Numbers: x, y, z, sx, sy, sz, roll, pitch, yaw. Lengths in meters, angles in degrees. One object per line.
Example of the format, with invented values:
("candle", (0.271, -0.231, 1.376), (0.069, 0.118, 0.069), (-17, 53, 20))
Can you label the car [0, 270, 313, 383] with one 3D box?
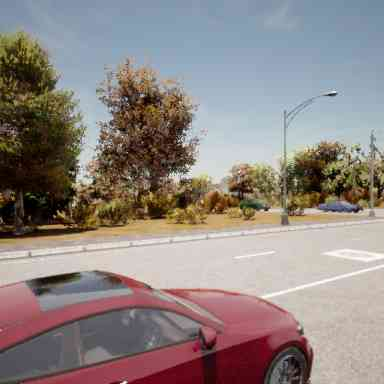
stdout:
("car", (-0.835, 1.526, 3.151), (4.674, 1.442, 1.812), (0, 0, -35))

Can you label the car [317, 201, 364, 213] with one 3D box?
("car", (18.038, 1.815, 40.678), (2.033, 1.411, 5.357), (0, -2, -32))

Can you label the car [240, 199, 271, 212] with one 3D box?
("car", (10.070, 2.109, 53.415), (2.150, 2.045, 5.566), (0, -3, -32))
